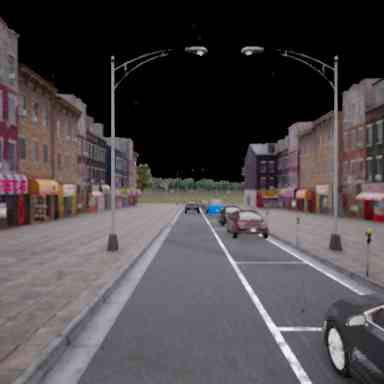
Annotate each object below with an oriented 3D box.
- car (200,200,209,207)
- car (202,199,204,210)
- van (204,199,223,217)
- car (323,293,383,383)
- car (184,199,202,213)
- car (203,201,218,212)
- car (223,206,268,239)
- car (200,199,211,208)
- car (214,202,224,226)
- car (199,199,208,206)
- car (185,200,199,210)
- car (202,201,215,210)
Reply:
[{"bbox_3d":[2.558,2.294,69.267,1.802,1.307,4.206,-1,-1,0],"label":"car"},{"bbox_3d":[2.580,1.865,41.608,1.967,1.590,4.097,-1,-1,0],"label":"car"},{"bbox_3d":[2.583,1.710,36.076,1.690,1.788,3.998,-1,-1,0],"label":"van"},{"bbox_3d":[2.619,1.581,2.881,2.008,1.369,4.403,-1,-1,0],"label":"car"},{"bbox_3d":[0.032,1.940,42.820,1.837,1.490,4.892,0,-1,0],"label":"car"},{"bbox_3d":[2.577,2.009,47.309,1.752,1.417,4.829,-1,-1,0],"label":"car"},{"bbox_3d":[3.006,1.716,18.617,1.812,1.442,4.674,0,-1,0],"label":"car"},{"bbox_3d":[2.562,2.181,63.905,1.752,1.417,4.829,-1,-1,0],"label":"car"},{"bbox_3d":[3.000,1.787,25.618,1.812,1.442,4.674,0,-1,0],"label":"car"},{"bbox_3d":[2.552,2.320,74.799,2.008,1.369,4.403,-1,-1,0],"label":"car"},{"bbox_3d":[-0.025,2.043,53.821,2.128,1.511,4.902,0,-1,0],"label":"car"},{"bbox_3d":[2.573,2.105,52.671,1.947,1.339,4.313,-1,-1,0],"label":"car"}]
